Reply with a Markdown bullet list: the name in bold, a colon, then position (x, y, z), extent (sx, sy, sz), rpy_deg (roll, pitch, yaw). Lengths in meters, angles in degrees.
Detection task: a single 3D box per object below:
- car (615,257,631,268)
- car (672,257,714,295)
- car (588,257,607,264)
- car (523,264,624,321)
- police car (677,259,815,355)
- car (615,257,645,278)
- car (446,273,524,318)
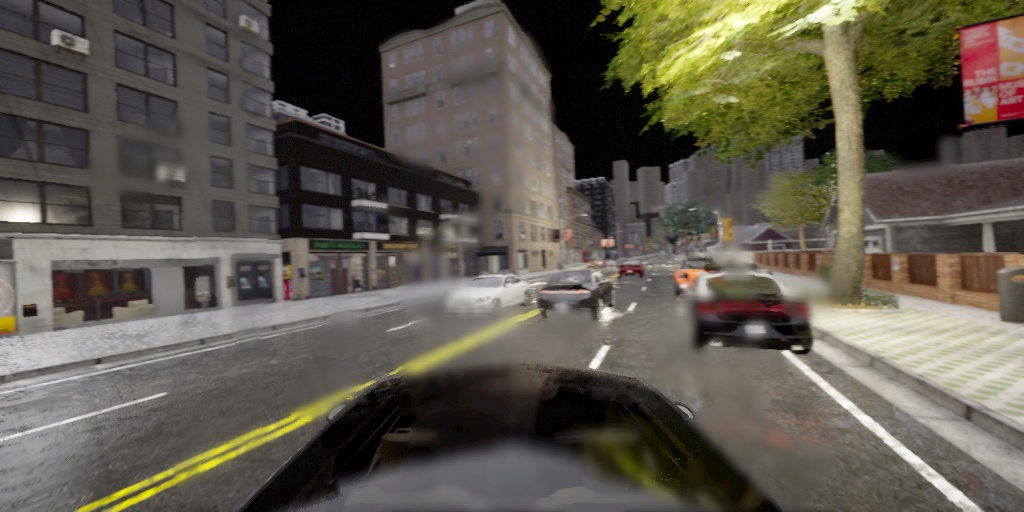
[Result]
- **car**: position (16.908, 0.977, 54.474), extent (1.837, 1.490, 4.892), rpy_deg (-3, -1, 23)
- **car**: position (8.996, 0.839, 17.399), extent (2.097, 1.767, 4.553), rpy_deg (-3, -1, 23)
- **car**: position (12.536, 1.011, 52.659), extent (2.097, 1.767, 4.553), rpy_deg (-3, -1, 24)
- **car**: position (2.398, 1.235, 12.512), extent (2.128, 1.511, 4.902), rpy_deg (-3, -1, 23)
- **police car**: position (5.084, 1.007, 8.349), extent (1.930, 1.638, 5.238), rpy_deg (-3, -1, 23)
- **car**: position (10.402, 1.030, 31.012), extent (1.882, 1.535, 5.008), rpy_deg (-3, -1, 23)
- **car**: position (-0.709, 1.425, 14.003), extent (1.812, 1.442, 4.674), rpy_deg (-3, -1, 23)
